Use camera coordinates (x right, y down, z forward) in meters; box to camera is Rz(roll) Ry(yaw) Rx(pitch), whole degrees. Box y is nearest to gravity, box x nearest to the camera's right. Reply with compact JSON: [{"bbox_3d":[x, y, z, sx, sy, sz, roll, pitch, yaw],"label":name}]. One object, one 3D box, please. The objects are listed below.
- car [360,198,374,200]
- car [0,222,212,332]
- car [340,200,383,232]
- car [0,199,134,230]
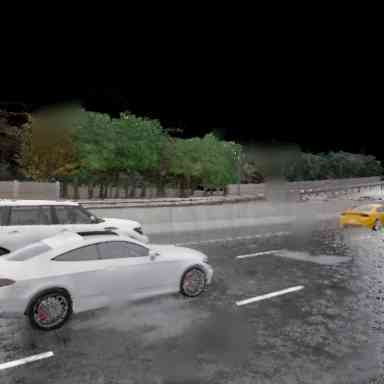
[{"bbox_3d":[24.825,1.552,47.527,4.181,1.385,1.994,0,0,-35],"label":"car"},{"bbox_3d":[-1.731,1.525,6.807,4.674,1.442,1.812,0,0,-35],"label":"car"},{"bbox_3d":[11.041,1.474,20.203,5.008,1.535,1.882,0,0,-36],"label":"car"},{"bbox_3d":[-4.016,1.220,9.477,5.566,2.045,2.150,0,0,-35],"label":"car"}]
